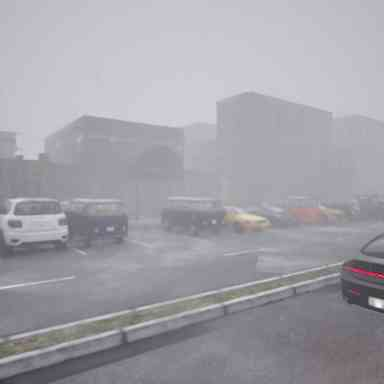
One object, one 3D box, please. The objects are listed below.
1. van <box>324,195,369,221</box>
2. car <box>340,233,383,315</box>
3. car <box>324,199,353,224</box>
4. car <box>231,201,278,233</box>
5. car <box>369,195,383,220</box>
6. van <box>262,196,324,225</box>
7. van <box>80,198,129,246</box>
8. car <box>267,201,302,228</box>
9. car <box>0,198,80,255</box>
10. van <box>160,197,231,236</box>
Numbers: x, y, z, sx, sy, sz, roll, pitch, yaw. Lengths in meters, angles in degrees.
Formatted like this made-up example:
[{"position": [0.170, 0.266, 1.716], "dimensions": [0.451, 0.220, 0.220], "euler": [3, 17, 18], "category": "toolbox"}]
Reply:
[{"position": [11.216, 1.280, 26.498], "dimensions": [1.878, 1.987, 4.442], "euler": [0, 0, -36], "category": "van"}, {"position": [4.896, 1.495, 6.629], "dimensions": [4.892, 1.490, 1.837], "euler": [0, 0, -36], "category": "car"}, {"position": [8.902, 1.503, 24.992], "dimensions": [2.097, 1.535, 5.008], "euler": [0, 0, -36], "category": "car"}, {"position": [2.285, 1.493, 20.025], "dimensions": [1.946, 1.575, 5.366], "euler": [0, 0, -36], "category": "car"}, {"position": [13.375, 1.258, 28.220], "dimensions": [2.435, 2.045, 5.566], "euler": [0, 0, -36], "category": "car"}, {"position": [6.594, 1.274, 23.479], "dimensions": [1.878, 1.987, 4.442], "euler": [0, 0, -36], "category": "van"}, {"position": [-4.618, 1.271, 15.458], "dimensions": [1.878, 1.987, 4.442], "euler": [0, 0, -36], "category": "van"}, {"position": [4.421, 1.538, 21.778], "dimensions": [2.002, 1.452, 4.674], "euler": [0, 0, -36], "category": "car"}, {"position": [-6.810, 1.247, 13.782], "dimensions": [2.435, 2.045, 5.566], "euler": [0, 0, -36], "category": "car"}, {"position": [-0.135, 1.269, 18.666], "dimensions": [1.878, 1.987, 4.442], "euler": [0, 0, -36], "category": "van"}]
